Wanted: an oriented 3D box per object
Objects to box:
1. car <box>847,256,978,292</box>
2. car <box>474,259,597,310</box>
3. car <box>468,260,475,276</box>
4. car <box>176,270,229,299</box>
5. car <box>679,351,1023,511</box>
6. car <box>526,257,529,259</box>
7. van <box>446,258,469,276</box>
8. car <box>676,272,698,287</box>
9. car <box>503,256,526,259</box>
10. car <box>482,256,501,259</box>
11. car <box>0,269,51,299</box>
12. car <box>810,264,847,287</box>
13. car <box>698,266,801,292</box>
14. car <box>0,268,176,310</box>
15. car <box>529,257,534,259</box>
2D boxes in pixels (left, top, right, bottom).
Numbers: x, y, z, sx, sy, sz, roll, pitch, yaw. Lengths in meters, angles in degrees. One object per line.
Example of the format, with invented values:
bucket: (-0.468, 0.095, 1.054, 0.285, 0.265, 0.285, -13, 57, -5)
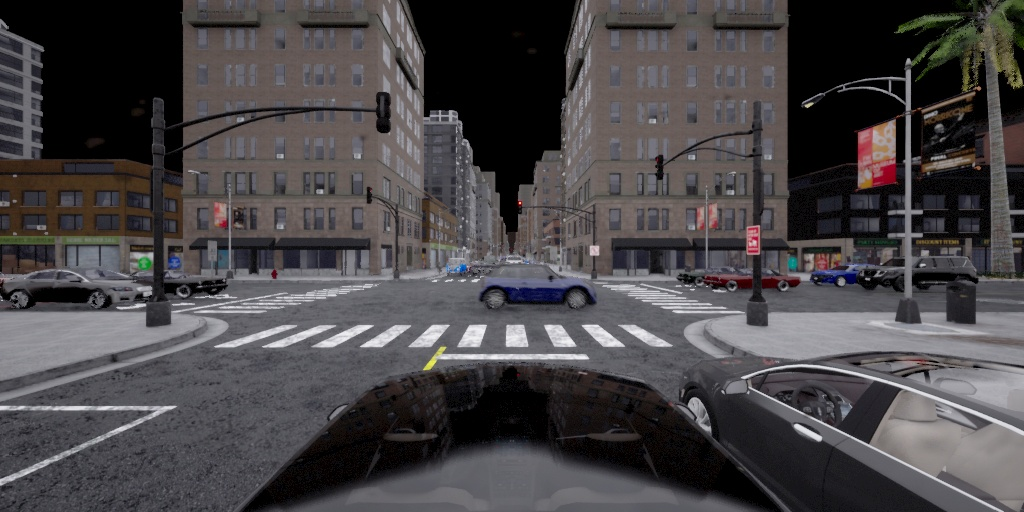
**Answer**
car: (23.611, 1.007, 21.022, 5.566, 2.045, 2.150, 0, 0, 0)
car: (0.980, 1.106, 14.211, 4.553, 1.767, 2.097, 0, 0, 0)
car: (-2.945, 1.316, 36.572, 1.994, 1.385, 4.181, 0, 0, 0)
car: (-16.669, 1.326, 17.378, 4.718, 1.301, 1.895, 0, 0, -1)
car: (2.669, 1.300, 2.246, 2.007, 1.370, 4.403, 0, 0, 0)
car: (2.880, 1.193, 48.233, 1.967, 1.591, 4.097, 0, 0, 0)
van: (-5.700, 1.092, 36.934, 1.690, 1.789, 3.998, 0, 0, 0)
car: (13.739, 1.365, 24.223, 4.718, 1.301, 1.895, 0, 0, 0)
car: (0.297, 0.976, 46.768, 2.150, 2.045, 5.566, 0, 0, 0)
car: (-2.896, 0.974, 45.880, 2.150, 2.045, 5.566, 0, 0, 0)
car: (-25.881, 1.311, 17.325, 4.718, 1.301, 1.895, 0, 0, 0)
car: (23.058, 1.258, 24.268, 5.008, 1.535, 1.882, 0, 0, 0)
car: (13.857, 1.370, 20.974, 4.718, 1.301, 1.895, 0, 0, 0)
car: (-16.760, 1.219, 14.112, 4.902, 1.511, 2.128, 0, 0, 0)
car: (2.825, 1.192, 36.895, 1.967, 1.591, 4.097, 0, 0, 0)
